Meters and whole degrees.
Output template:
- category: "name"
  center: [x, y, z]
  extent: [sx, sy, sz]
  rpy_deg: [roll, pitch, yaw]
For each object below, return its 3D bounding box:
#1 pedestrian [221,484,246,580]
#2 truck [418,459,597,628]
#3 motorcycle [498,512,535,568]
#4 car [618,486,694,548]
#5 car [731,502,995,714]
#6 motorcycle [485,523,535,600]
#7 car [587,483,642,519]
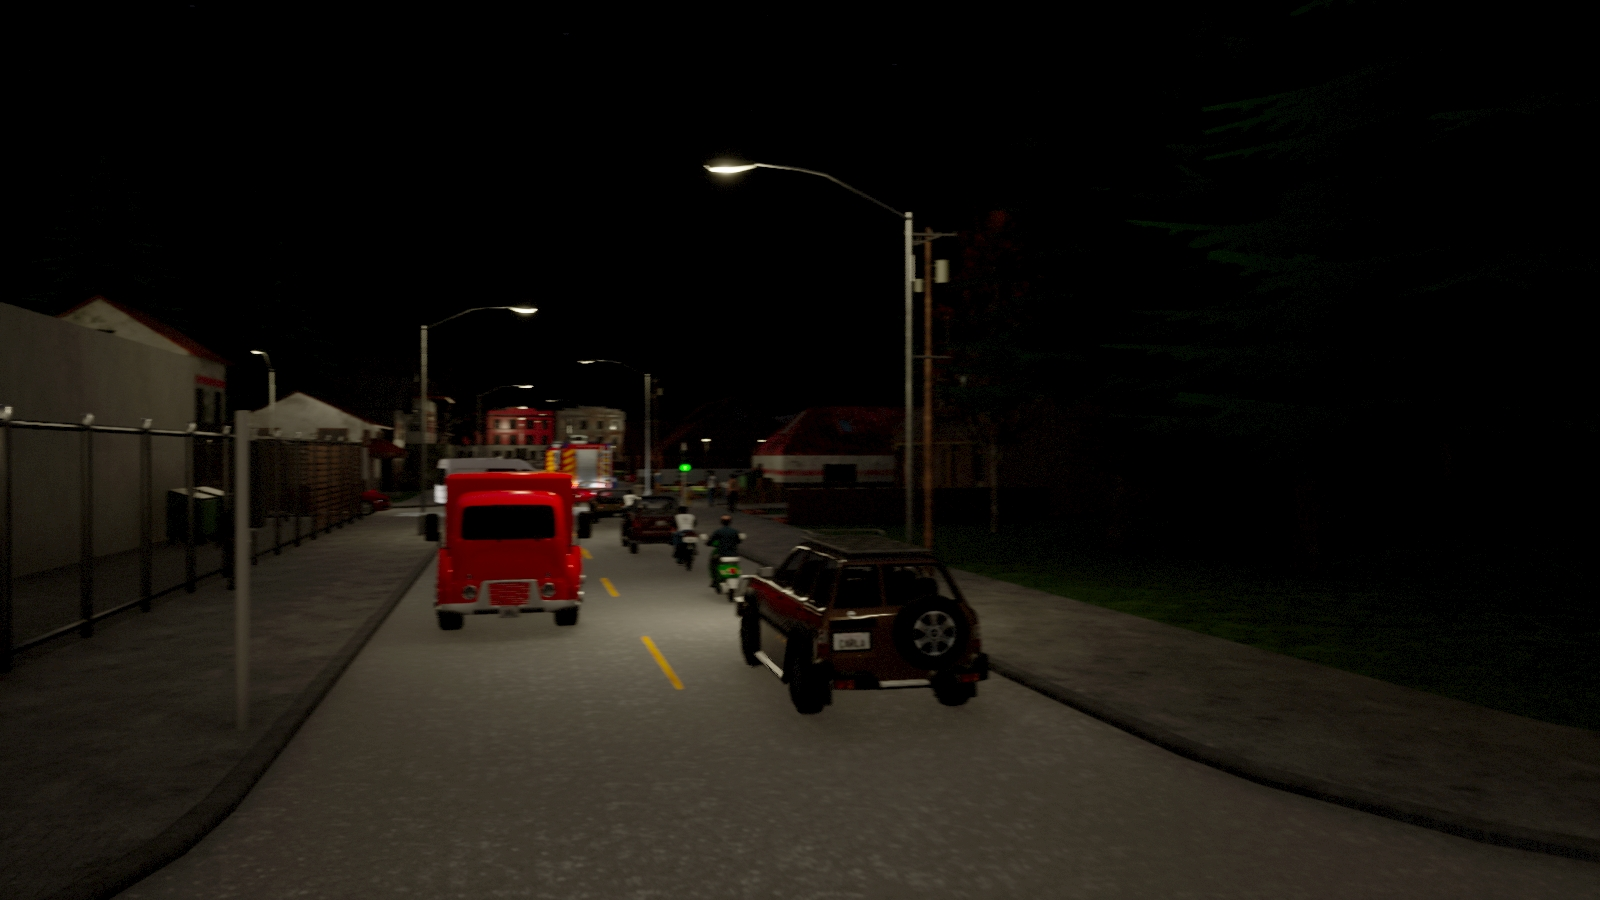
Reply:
- category: "pedestrian"
  center: [-11.139, 1.598, 22.466]
  extent: [0.375, 1.860, 0.375]
  rpy_deg: [0, 0, -14]
- category: "truck"
  center: [-5.013, 1.407, 19.788]
  extent: [2.627, 2.467, 5.204]
  rpy_deg: [0, 0, -14]
- category: "motorcycle"
  center: [-6.597, 2.071, 26.604]
  extent: [0.803, 1.145, 2.033]
  rpy_deg: [0, 0, -14]
- category: "car"
  center: [-4.267, 1.900, 33.369]
  extent: [1.789, 1.549, 3.705]
  rpy_deg: [0, 0, -14]
- category: "car"
  center: [0.529, 1.682, 13.796]
  extent: [1.932, 1.855, 4.605]
  rpy_deg: [0, 0, -14]
- category: "motorcycle"
  center: [-5.326, 2.024, 21.027]
  extent: [0.856, 1.236, 1.805]
  rpy_deg: [0, 0, -14]
- category: "car"
  center: [-7.756, 2.068, 47.477]
  extent: [1.895, 1.301, 4.718]
  rpy_deg: [0, 0, -14]
